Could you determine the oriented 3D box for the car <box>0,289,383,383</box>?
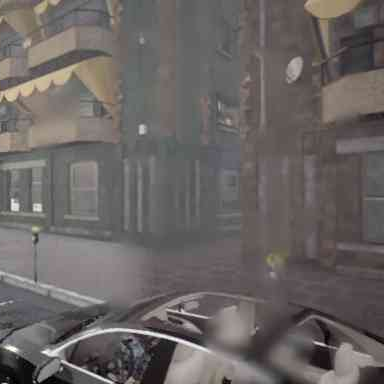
[{"bbox_3d":[-0.019,1.544,2.745,4.403,1.369,2.008,0,-1,36],"label":"car"}]
